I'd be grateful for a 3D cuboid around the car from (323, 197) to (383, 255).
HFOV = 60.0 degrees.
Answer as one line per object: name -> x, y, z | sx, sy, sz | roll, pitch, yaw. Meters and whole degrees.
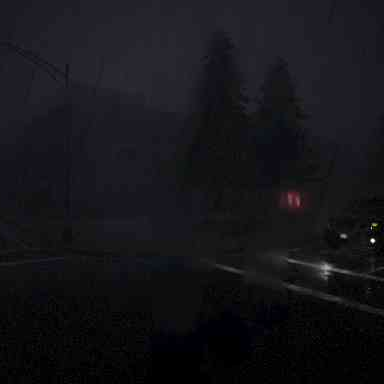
car -> 7.729, 1.248, 13.728 | 5.566, 2.045, 2.150 | 0, 0, -37
